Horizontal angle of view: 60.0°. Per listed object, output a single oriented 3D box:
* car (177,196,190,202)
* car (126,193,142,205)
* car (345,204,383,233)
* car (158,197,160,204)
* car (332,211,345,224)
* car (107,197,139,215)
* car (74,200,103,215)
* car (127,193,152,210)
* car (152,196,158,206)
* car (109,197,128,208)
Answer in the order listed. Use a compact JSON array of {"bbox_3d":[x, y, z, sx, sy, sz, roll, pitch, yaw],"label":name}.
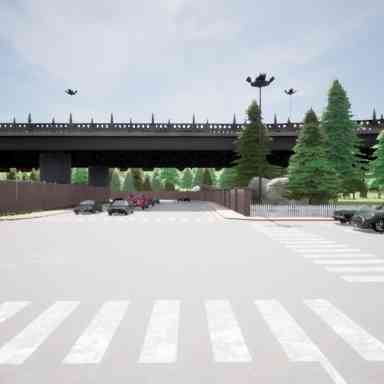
[{"bbox_3d":[-1.908,1.553,75.198,1.994,1.385,4.181,0,0,-19],"label":"car"},{"bbox_3d":[-10.647,1.222,61.583,2.150,2.045,5.566,0,0,-2],"label":"car"},{"bbox_3d":[11.481,1.297,18.671,4.553,1.767,2.097,0,0,2],"label":"car"},{"bbox_3d":[-7.197,1.547,64.403,2.033,1.411,5.357,0,0,-3],"label":"car"},{"bbox_3d":[11.985,1.545,22.179,4.718,1.301,1.895,0,0,2],"label":"car"},{"bbox_3d":[-7.043,1.547,33.560,2.033,1.411,5.357,0,0,0],"label":"car"},{"bbox_3d":[-10.569,1.526,34.266,1.812,1.442,4.674,0,0,0],"label":"car"},{"bbox_3d":[-7.045,1.221,43.734,2.150,2.045,5.566,0,0,0],"label":"car"},{"bbox_3d":[-7.046,1.564,53.742,1.994,1.385,4.181,0,0,0],"label":"car"},{"bbox_3d":[-10.553,1.526,48.006,1.812,1.442,4.674,0,0,0],"label":"car"}]
